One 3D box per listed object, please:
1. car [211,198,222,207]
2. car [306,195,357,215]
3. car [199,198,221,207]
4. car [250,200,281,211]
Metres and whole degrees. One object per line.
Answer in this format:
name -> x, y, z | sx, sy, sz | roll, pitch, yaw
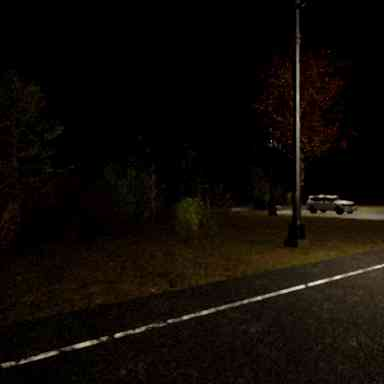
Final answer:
car -> 4.458, 1.933, 55.718 | 1.882, 1.535, 5.008 | -2, 0, -31
car -> 15.499, 1.417, 37.296 | 2.150, 2.045, 5.566 | -2, 0, -33
car -> 3.469, 1.954, 64.303 | 1.837, 1.490, 4.892 | -2, 0, -31
car -> 10.146, 1.826, 46.246 | 1.837, 1.490, 4.892 | -2, 0, -31
